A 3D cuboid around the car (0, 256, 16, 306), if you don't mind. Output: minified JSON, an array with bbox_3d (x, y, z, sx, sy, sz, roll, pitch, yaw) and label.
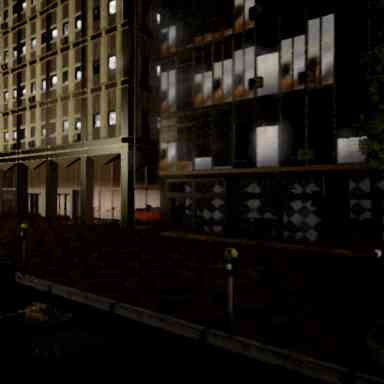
[{"bbox_3d":[-5.170,1.510,6.563,4.313,1.339,1.947,1,0,35],"label":"car"}]
